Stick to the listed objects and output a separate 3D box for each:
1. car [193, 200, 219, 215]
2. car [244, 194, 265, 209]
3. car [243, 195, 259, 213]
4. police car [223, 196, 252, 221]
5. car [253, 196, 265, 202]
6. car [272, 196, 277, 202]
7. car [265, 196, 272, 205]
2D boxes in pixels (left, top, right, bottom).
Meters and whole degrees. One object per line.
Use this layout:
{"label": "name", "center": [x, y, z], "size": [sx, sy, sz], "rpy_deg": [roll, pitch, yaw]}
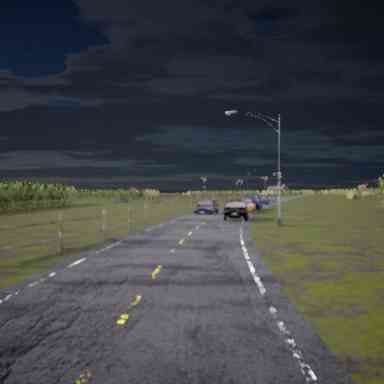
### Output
{"label": "car", "center": [1.609, 1.576, 34.616], "size": [2.033, 1.411, 5.357], "rpy_deg": [0, 0, 14]}
{"label": "car", "center": [7.766, 1.263, 43.084], "size": [2.150, 2.045, 5.566], "rpy_deg": [0, 0, 18]}
{"label": "car", "center": [6.110, 1.493, 37.578], "size": [1.801, 1.575, 5.366], "rpy_deg": [0, 0, 16]}
{"label": "police car", "center": [3.773, 1.461, 27.930], "size": [1.930, 1.638, 5.238], "rpy_deg": [0, 0, 12]}
{"label": "car", "center": [14.868, 1.515, 73.747], "size": [1.895, 1.301, 4.718], "rpy_deg": [0, 0, 20]}
{"label": "car", "center": [17.122, 1.464, 72.051], "size": [1.994, 1.385, 4.181], "rpy_deg": [0, 0, 20]}
{"label": "car", "center": [12.531, 1.391, 59.157], "size": [2.097, 1.767, 4.553], "rpy_deg": [0, 0, 20]}
